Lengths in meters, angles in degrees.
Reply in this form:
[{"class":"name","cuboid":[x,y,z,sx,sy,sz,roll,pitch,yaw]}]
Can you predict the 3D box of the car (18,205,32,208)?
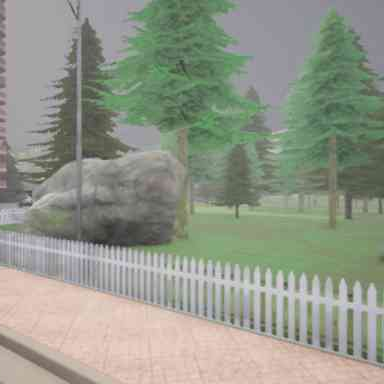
[{"class":"car","cuboid":[-20.808,1.476,43.647,1.895,1.301,4.718,0,0,2]}]
